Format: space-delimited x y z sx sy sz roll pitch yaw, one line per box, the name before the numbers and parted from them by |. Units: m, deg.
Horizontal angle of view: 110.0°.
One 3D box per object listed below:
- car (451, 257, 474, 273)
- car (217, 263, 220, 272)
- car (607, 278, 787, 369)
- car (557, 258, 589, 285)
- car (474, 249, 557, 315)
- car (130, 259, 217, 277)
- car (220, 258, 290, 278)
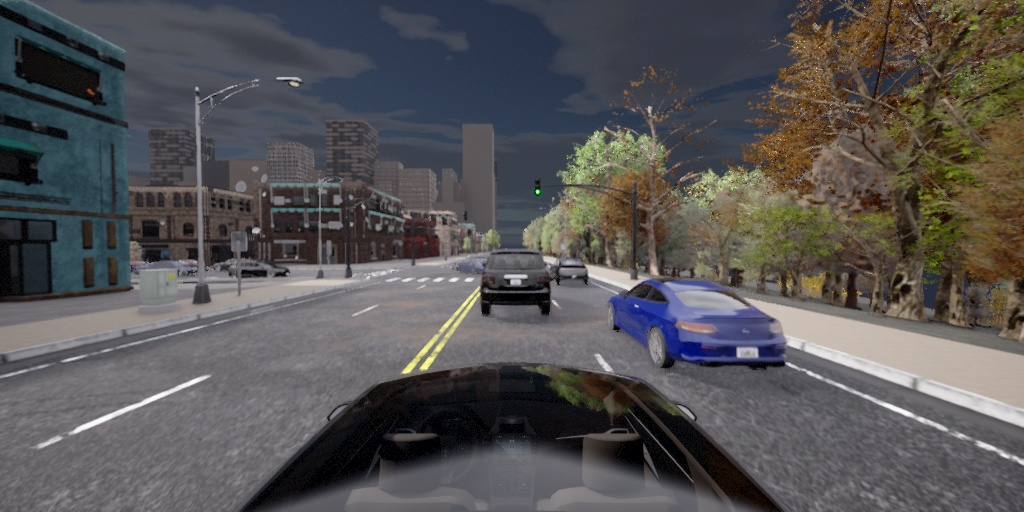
car | -3.034 0.773 29.924 2.033 1.411 5.357 -1 1 -39
car | -28.278 0.910 36.894 4.403 1.370 2.007 0 0 0
car | 3.352 1.170 7.402 1.812 1.442 4.674 0 1 0
car | 3.351 0.869 21.717 2.128 1.511 4.902 0 1 0
car | 0.102 0.768 12.688 2.150 2.045 5.566 0 1 0
car | -29.355 1.084 31.088 5.357 1.411 2.033 -1 2 0
car | -19.946 1.071 28.382 4.313 1.339 1.948 0 0 0
